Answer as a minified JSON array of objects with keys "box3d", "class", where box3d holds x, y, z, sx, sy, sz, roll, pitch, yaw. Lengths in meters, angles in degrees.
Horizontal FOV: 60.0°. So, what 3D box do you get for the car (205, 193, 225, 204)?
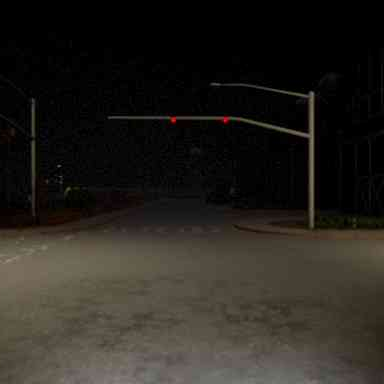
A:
[{"box3d":[4.247,1.130,59.961,1.905,1.878,3.866,-8,3,-42],"class":"car"}]
